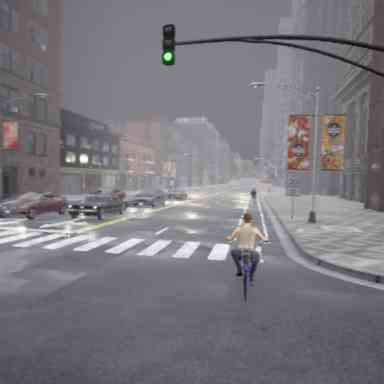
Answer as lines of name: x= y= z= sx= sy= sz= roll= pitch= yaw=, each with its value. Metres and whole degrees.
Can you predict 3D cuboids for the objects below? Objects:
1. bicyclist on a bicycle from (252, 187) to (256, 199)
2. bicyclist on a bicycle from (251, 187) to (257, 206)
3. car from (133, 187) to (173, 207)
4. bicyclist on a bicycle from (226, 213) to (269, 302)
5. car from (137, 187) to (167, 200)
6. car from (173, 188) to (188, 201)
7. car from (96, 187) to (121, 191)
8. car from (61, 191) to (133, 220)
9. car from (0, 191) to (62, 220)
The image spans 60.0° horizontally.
bicyclist on a bicycle: x=9.181 y=0.139 z=49.157 sx=0.582 sy=1.620 sz=1.656 roll=2 pitch=2 yaw=11
bicyclist on a bicycle: x=6.183 y=0.477 z=33.313 sx=0.659 sy=1.776 sz=1.843 roll=2 pitch=2 yaw=10
car: x=-3.584 y=0.508 z=29.249 sx=2.033 sy=1.411 sz=5.357 roll=2 pitch=2 yaw=11
bicyclist on a bicycle: x=1.095 y=1.214 z=6.627 sx=0.866 sy=1.612 sz=1.509 roll=1 pitch=1 yaw=11
car: x=-4.753 y=0.121 z=40.484 sx=2.033 sy=1.411 sz=5.357 roll=2 pitch=2 yaw=11
car: x=-1.763 y=0.273 z=38.814 sx=1.994 sy=1.385 sz=4.181 roll=2 pitch=2 yaw=11
car: x=-7.132 y=0.379 z=27.970 sx=1.882 sy=1.535 sz=5.008 roll=2 pitch=2 yaw=11
car: x=-5.396 y=0.810 z=19.709 sx=1.895 sy=1.301 sz=4.718 roll=2 pitch=2 yaw=11
car: x=-8.827 y=0.661 z=18.992 sx=1.812 sy=1.442 sz=4.674 roll=2 pitch=2 yaw=11
